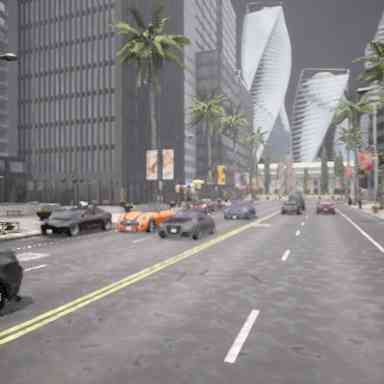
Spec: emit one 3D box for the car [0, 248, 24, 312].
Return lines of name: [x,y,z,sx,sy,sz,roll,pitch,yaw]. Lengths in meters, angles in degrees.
car: [-4.957,1.553,4.920,1.837,1.490,4.892,0,0,23]

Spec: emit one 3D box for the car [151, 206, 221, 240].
car: [-0.156,1.671,17.705,1.994,1.385,4.181,0,0,21]

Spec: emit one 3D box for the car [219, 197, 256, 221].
car: [4.293,1.513,29.358,2.097,1.767,4.553,0,0,21]

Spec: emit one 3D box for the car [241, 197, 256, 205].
car: [11.513,1.848,67.480,2.231,1.521,4.892,0,0,20]

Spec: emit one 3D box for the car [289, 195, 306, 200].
car: [14.490,1.452,46.130,2.150,2.045,5.566,0,0,21]

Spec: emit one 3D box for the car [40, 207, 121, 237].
car: [-6.564,1.651,19.465,2.161,1.482,4.786,0,0,20]

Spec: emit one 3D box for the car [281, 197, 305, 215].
car: [10.981,1.677,36.677,2.128,1.511,4.902,0,0,20]

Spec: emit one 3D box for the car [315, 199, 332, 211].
car: [18.334,1.712,46.453,2.128,1.511,4.902,0,0,20]

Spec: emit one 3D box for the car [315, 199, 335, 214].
car: [15.010,1.703,37.468,1.812,1.442,4.674,0,0,21]

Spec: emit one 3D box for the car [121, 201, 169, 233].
car: [-2.738,1.485,20.743,2.097,1.767,4.553,0,0,21]

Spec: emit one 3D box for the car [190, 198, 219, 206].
car: [1.323,1.589,39.930,2.185,1.767,4.553,0,0,20]
